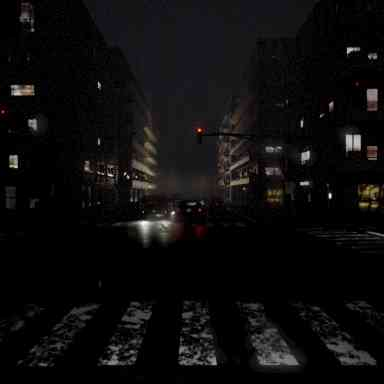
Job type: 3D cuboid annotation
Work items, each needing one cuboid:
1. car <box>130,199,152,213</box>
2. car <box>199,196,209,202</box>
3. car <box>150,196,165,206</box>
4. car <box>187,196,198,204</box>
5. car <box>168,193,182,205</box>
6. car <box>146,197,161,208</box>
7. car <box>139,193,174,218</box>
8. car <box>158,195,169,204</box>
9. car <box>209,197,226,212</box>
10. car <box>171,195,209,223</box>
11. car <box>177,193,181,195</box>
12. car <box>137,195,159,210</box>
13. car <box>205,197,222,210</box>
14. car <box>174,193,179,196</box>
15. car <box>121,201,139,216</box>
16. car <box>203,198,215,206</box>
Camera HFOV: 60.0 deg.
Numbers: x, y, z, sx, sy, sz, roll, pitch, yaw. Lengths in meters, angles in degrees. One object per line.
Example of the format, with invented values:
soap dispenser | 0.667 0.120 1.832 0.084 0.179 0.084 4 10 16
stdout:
car | -5.654 1.533 37.703 1.752 1.417 4.829 0 0 0
car | 2.765 1.584 77.644 2.008 1.369 4.403 0 0 0
car | -5.637 1.457 54.921 1.967 1.590 4.097 0 0 0
car | 0.165 1.570 64.206 2.033 1.411 5.357 0 0 0
car | -2.983 1.242 60.533 2.150 2.045 5.566 0 0 1
car | -5.643 1.539 49.068 1.752 1.417 4.829 0 0 0
car | -3.089 1.227 30.163 2.150 2.045 5.566 0 0 1
car | -5.626 1.464 66.286 1.967 1.590 4.097 0 0 0
car | 2.727 1.448 37.867 1.967 1.590 4.097 0 0 0
car | -0.052 1.356 25.708 2.097 1.767 4.553 0 0 5
car | -3.040 1.366 49.974 2.097 1.767 4.553 0 0 0
car | -5.648 1.326 43.556 2.192 1.841 5.009 0 0 0
car | 2.732 1.451 43.549 1.967 1.590 4.097 0 0 0
car | -3.057 1.361 40.075 2.097 1.767 4.553 0 0 0
car | -5.659 1.572 32.190 1.947 1.339 4.313 0 0 0
car | 2.744 1.598 54.914 1.802 1.307 4.206 0 0 0
